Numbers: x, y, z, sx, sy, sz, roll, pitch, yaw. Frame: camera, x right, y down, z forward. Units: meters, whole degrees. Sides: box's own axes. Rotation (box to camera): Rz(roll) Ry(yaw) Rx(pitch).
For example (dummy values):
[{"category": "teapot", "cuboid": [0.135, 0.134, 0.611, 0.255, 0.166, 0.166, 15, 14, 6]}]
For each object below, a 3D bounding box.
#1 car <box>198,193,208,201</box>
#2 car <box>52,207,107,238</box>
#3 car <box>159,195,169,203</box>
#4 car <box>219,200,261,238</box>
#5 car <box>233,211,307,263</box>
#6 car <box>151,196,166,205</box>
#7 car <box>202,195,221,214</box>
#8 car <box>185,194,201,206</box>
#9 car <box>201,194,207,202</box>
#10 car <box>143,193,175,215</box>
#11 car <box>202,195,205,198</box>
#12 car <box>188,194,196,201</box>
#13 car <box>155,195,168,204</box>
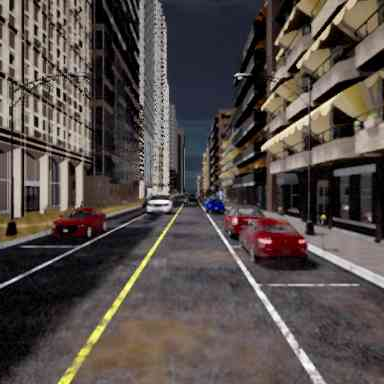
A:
[{"category": "car", "cuboid": [2.696, 1.159, 79.357, 2.192, 1.841, 5.009, 0, 0, 0]}, {"category": "car", "cuboid": [-5.689, 1.503, 17.225, 1.887, 1.381, 4.507, 0, 0, 0]}, {"category": "car", "cuboid": [-5.686, 1.386, 67.891, 1.752, 1.417, 4.829, 0, 0, 0]}, {"category": "car", "cuboid": [2.692, 1.399, 17.224, 1.967, 1.590, 4.097, 0, 0, 0]}, {"category": "car", "cuboid": [2.691, 1.554, 11.575, 1.802, 1.307, 4.206, 0, 0, 0]}, {"category": "car", "cuboid": [-5.686, 1.429, 56.764, 2.008, 1.369, 4.403, 0, 0, 0]}, {"category": "car", "cuboid": [2.362, 1.398, 34.880, 1.882, 1.535, 5.008, 0, 0, 0]}, {"category": "car", "cuboid": [0.003, 1.376, 53.264, 2.128, 1.511, 4.902, 0, 0, 0]}, {"category": "car", "cuboid": [2.694, 1.429, 56.764, 2.008, 1.369, 4.403, 0, 0, 0]}, {"category": "car", "cuboid": [-3.095, 1.144, 32.816, 2.150, 2.045, 5.566, 0, 0, 0]}, {"category": "car", "cuboid": [2.694, 1.465, 45.467, 1.947, 1.339, 4.313, 0, 0, 0]}, {"category": "car", "cuboid": [0.006, 1.161, 77.060, 1.837, 1.490, 4.892, 0, 0, 0]}, {"category": "car", "cuboid": [-5.686, 1.309, 62.413, 1.967, 1.590, 4.097, 0, 0, 0]}]
